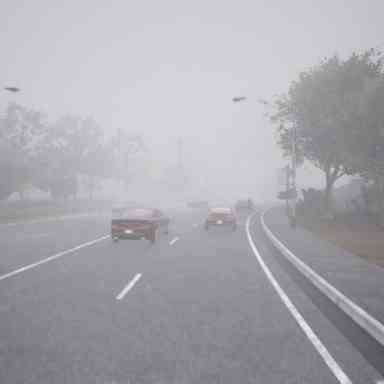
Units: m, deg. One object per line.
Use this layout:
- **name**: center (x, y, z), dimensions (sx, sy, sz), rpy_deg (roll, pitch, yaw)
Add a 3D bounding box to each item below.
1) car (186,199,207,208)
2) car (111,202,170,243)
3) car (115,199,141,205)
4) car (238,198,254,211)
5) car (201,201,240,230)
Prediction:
- **car**: center (0.762, 1.571, 46.474), dimensions (1.895, 1.301, 4.718), rpy_deg (0, 0, 19)
- **car**: center (-2.313, 1.461, 16.007), dimensions (1.882, 1.535, 5.008), rpy_deg (0, 0, 6)
- **car**: center (-6.472, 1.456, 33.749), dimensions (1.837, 1.490, 4.892), rpy_deg (0, 0, 13)
- **car**: center (6.565, 1.495, 41.029), dimensions (2.128, 1.511, 4.902), rpy_deg (0, 0, 17)
- **car**: center (1.902, 1.522, 20.915), dimensions (1.812, 1.442, 4.674), rpy_deg (0, 0, 9)
